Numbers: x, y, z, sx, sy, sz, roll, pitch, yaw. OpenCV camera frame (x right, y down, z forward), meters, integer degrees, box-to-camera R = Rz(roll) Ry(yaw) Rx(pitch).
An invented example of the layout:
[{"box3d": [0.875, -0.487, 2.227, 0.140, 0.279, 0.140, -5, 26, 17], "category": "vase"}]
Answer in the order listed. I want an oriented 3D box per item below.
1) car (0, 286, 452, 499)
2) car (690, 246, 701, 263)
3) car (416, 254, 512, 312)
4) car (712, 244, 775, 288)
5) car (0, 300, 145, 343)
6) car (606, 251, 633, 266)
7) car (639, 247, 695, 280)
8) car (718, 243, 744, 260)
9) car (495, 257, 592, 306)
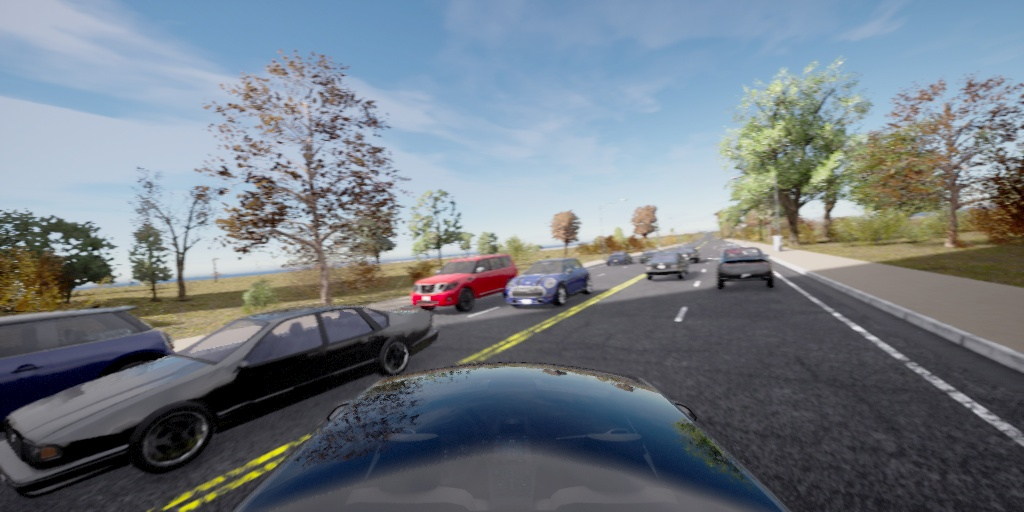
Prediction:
[{"box3d": [-3.526, 1.560, 5.697, 2.033, 1.411, 5.357, -4, 0, 31], "category": "car"}, {"box3d": [15.530, -0.125, 31.763, 2.033, 1.411, 5.357, -4, 0, 31], "category": "car"}, {"box3d": [-1.707, 1.035, 15.287, 2.150, 2.045, 5.566, -4, 1, 31], "category": "car"}, {"box3d": [9.537, 0.399, 14.907, 2.128, 1.511, 4.902, -4, 0, 30], "category": "car"}, {"box3d": [-7.744, 1.708, 4.943, 2.097, 1.767, 4.553, -4, 0, 31], "category": "car"}, {"box3d": [11.204, 0.214, 37.286, 1.994, 1.385, 4.181, -4, 0, 30], "category": "car"}, {"box3d": [8.825, 0.484, 20.312, 2.033, 1.411, 5.357, -4, 0, 31], "category": "car"}, {"box3d": [20.341, -0.473, 33.443, 1.895, 1.301, 4.718, -4, 0, 30], "category": "car"}, {"box3d": [1.593, 0.906, 14.482, 2.097, 1.767, 4.553, -4, 0, 31], "category": "car"}]
